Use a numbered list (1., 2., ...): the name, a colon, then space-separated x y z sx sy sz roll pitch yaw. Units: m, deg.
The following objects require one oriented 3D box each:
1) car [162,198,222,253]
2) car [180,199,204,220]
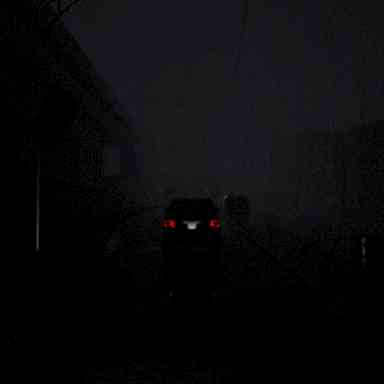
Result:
1. car: 0.001 1.257 14.005 2.150 2.045 5.566 0 0 0
2. car: 0.005 1.455 29.472 1.882 1.535 5.008 0 0 0
